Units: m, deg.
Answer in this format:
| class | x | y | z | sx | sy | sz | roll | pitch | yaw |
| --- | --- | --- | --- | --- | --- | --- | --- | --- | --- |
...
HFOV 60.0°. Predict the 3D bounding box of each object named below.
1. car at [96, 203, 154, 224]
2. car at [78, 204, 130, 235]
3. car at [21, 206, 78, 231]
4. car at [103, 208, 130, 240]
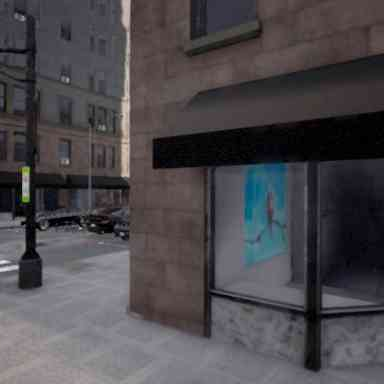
| class | x | y | z | sx | sy | sz | roll | pitch | yaw |
| --- | --- | --- | --- | --- | --- | --- | --- | --- | --- |
| car | -5.004 | 1.568 | 25.295 | 1.802 | 1.307 | 4.206 | 0 | 0 | 35 |
| car | -3.381 | 1.481 | 18.259 | 1.882 | 1.535 | 5.008 | 0 | 0 | 36 |
| car | -8.289 | 1.548 | 20.658 | 1.947 | 1.339 | 4.313 | 0 | 0 | 35 |
| car | -1.742 | 1.564 | 16.019 | 2.008 | 1.369 | 4.403 | 0 | 0 | 35 |
